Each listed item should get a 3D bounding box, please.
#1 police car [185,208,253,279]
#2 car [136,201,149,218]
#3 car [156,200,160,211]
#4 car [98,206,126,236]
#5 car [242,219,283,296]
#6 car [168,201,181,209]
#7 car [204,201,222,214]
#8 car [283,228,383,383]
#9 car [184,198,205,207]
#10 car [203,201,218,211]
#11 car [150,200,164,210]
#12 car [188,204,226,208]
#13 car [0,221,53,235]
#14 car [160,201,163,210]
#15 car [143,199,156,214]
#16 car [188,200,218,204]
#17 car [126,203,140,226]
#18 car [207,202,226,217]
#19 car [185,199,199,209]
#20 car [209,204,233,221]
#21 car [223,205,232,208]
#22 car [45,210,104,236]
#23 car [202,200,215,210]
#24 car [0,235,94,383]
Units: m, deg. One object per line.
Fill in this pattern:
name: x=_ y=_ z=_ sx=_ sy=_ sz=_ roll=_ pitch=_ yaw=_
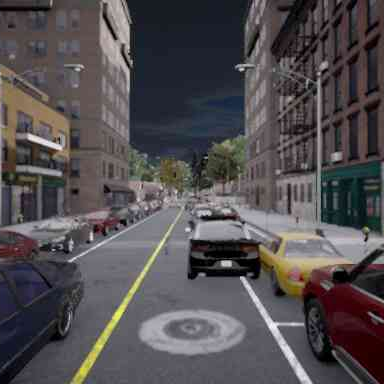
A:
police car: x=0.810 y=1.510 z=10.430 sx=1.930 sy=1.638 sz=5.238 roll=0 pitch=0 yaw=0
car: x=-5.433 y=1.799 z=30.530 sx=2.008 sy=1.369 sz=4.403 roll=0 pitch=0 yaw=0
car: x=-5.451 y=1.868 z=41.397 sx=1.752 sy=1.417 sz=4.829 roll=0 pitch=-1 yaw=0
car: x=-5.416 y=1.703 z=19.493 sx=1.887 sy=1.381 sz=4.507 roll=0 pitch=0 yaw=0
car: x=2.621 y=1.595 z=8.642 sx=1.752 sy=1.417 sz=4.829 roll=0 pitch=0 yaw=0
car: x=-2.860 y=2.057 z=54.357 sx=1.895 sy=1.301 sz=4.718 roll=0 pitch=-1 yaw=1
car: x=2.574 y=1.888 z=41.582 sx=1.887 sy=1.381 sz=4.507 roll=0 pitch=-1 yaw=0
car: x=2.635 y=1.339 z=2.958 sx=2.192 sy=1.841 sz=5.009 roll=0 pitch=0 yaw=0
car: x=0.535 y=1.995 z=61.495 sx=1.882 sy=1.535 sz=5.008 roll=0 pitch=0 yaw=27
car: x=2.566 y=1.973 z=47.100 sx=1.802 sy=1.307 sz=4.206 roll=0 pitch=-1 yaw=0
car: x=-5.468 y=2.023 z=52.604 sx=1.802 sy=1.307 sz=4.206 roll=0 pitch=-1 yaw=0
car: x=0.795 y=1.690 z=20.320 sx=1.812 sy=1.442 sz=4.674 roll=0 pitch=0 yaw=0
car: x=-5.399 y=1.651 z=8.455 sx=1.802 sy=1.307 sz=4.206 roll=0 pitch=0 yaw=0
car: x=-5.460 y=1.833 z=47.086 sx=1.967 sy=1.590 sz=4.097 roll=0 pitch=-1 yaw=0
car: x=-5.442 y=1.736 z=36.049 sx=1.967 sy=1.590 sz=4.097 roll=0 pitch=0 yaw=0
car: x=0.785 y=1.670 z=26.510 sx=1.801 sy=1.575 sz=5.366 roll=0 pitch=0 yaw=0
car: x=-5.425 y=1.769 z=25.011 sx=1.947 sy=1.339 sz=4.313 roll=0 pitch=0 yaw=0
car: x=2.582 y=1.822 z=36.234 sx=1.752 sy=1.417 sz=4.829 roll=0 pitch=-1 yaw=0
car: x=-0.060 y=1.889 z=47.786 sx=2.128 sy=1.511 sz=4.902 roll=0 pitch=-1 yaw=0
car: x=2.591 y=1.829 z=30.545 sx=1.802 sy=1.307 sz=4.206 roll=0 pitch=0 yaw=0
car: x=2.600 y=1.784 z=25.028 sx=1.802 sy=1.307 sz=4.206 roll=0 pitch=0 yaw=0
car: x=-5.408 y=1.664 z=13.974 sx=2.008 sy=1.369 sz=4.403 roll=0 pitch=0 yaw=0
car: x=2.557 y=2.006 z=52.618 sx=1.947 sy=1.339 sz=4.313 roll=0 pitch=-1 yaw=0
car: x=-2.852 y=1.580 z=3.866 sx=2.033 sy=1.411 sz=5.357 roll=0 pitch=0 yaw=0
